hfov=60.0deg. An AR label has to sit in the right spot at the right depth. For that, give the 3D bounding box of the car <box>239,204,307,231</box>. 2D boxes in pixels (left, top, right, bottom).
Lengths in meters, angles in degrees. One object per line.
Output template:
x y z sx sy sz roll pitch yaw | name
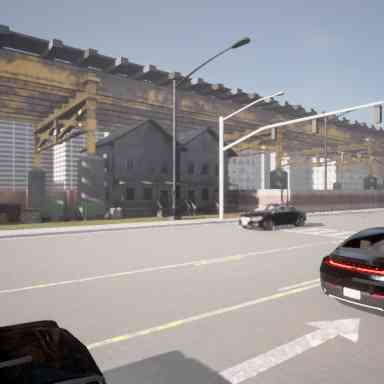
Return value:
5.009 1.491 20.431 4.902 1.511 2.128 0 0 -35 | car

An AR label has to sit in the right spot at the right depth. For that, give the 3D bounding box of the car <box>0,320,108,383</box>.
-2.791 1.601 1.758 4.718 1.301 1.895 0 0 -35 | car

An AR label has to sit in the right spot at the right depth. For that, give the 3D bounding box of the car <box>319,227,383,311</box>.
4.741 1.505 7.147 4.892 1.490 1.837 0 0 -35 | car
